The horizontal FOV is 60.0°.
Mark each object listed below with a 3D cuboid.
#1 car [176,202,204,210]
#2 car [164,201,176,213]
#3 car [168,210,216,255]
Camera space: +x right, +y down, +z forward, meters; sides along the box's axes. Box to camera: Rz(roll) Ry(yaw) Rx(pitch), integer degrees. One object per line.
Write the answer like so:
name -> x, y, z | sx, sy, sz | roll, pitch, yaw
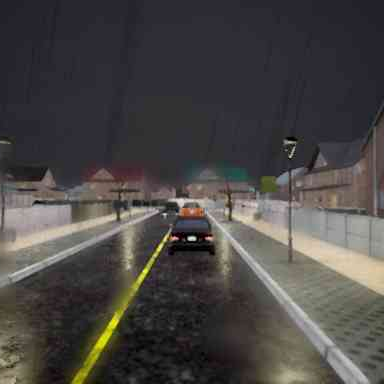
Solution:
car -> -0.006, 1.669, 29.087 | 2.097, 1.767, 4.553 | 0, -1, 0
car -> -2.768, 1.997, 45.868 | 1.882, 1.535, 5.008 | 0, -1, 0
car -> -0.003, 1.689, 14.002 | 2.033, 1.411, 5.357 | 0, -1, 0
